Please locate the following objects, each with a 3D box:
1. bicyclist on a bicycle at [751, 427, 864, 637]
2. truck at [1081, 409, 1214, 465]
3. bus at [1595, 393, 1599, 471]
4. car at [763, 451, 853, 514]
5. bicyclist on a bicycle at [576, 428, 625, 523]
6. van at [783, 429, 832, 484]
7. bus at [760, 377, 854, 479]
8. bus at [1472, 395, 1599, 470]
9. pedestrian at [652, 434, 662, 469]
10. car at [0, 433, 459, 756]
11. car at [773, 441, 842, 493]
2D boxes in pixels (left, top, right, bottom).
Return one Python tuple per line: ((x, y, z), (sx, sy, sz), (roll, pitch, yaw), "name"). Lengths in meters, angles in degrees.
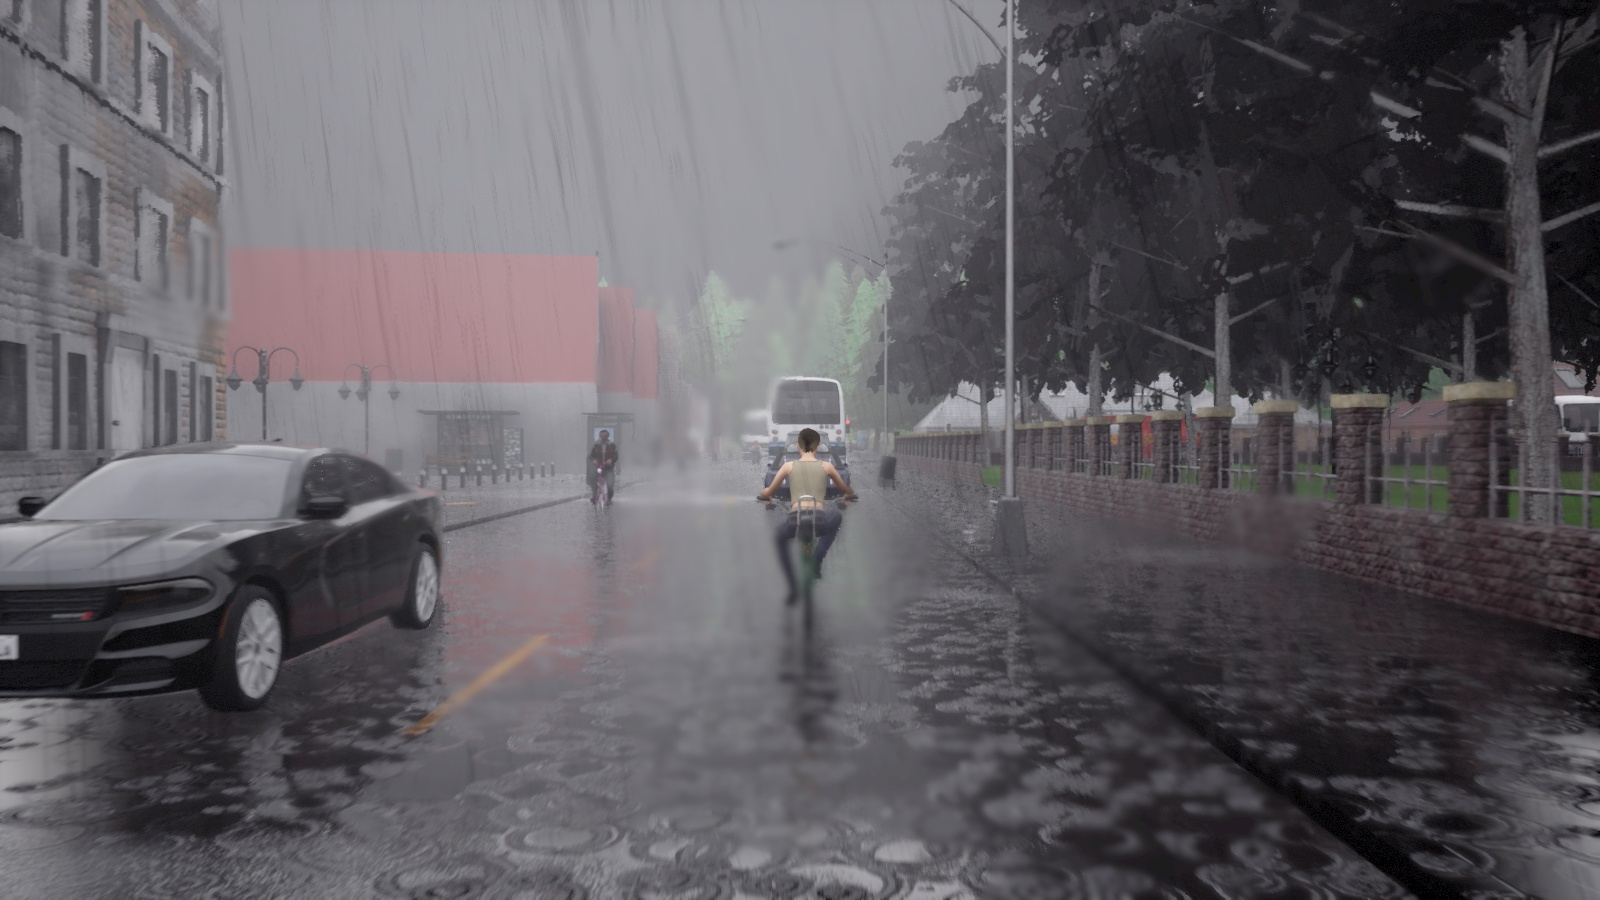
((0.067, 0.625, 10.382), (0.866, 1.612, 1.509), (0, 0, 1), "bicyclist on a bicycle")
((24.237, -0.894, 87.916), (8.468, 3.827, 2.891), (0, 0, -1), "truck")
((45.474, -0.950, 63.292), (3.944, 4.253, 10.273), (0, 0, -3), "bus")
((0.174, 0.684, 28.896), (1.895, 1.301, 4.718), (0, 0, 0), "car")
((-3.852, 0.477, 24.365), (0.659, 1.776, 1.843), (0, 0, 0), "bicyclist on a bicycle")
((0.301, 0.229, 47.965), (1.775, 1.987, 4.442), (0, 0, 0), "van")
((0.373, -0.955, 57.703), (3.944, 4.253, 10.273), (0, 0, 1), "bus")
((45.334, -1.021, 75.918), (3.944, 4.253, 10.273), (0, 0, 0), "bus")
((-7.881, 0.060, 69.113), (0.402, 1.930, 0.666), (0, 0, 9), "pedestrian")
((-3.939, 0.673, 8.477), (1.882, 1.535, 5.008), (0, 0, 0), "car")
((0.240, 0.474, 38.978), (2.007, 1.525, 4.514), (0, 0, 0), "car")
